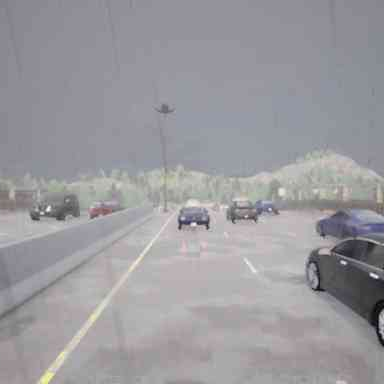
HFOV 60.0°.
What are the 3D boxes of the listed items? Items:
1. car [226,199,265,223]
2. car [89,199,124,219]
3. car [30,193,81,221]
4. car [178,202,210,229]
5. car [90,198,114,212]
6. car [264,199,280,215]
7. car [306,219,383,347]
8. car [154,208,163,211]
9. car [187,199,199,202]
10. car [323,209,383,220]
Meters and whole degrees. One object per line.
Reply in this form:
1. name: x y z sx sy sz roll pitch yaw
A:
1. car: 3.610 1.415 24.483 2.128 1.511 4.902 0 0 0
2. car: -7.087 1.511 28.029 1.895 1.301 4.718 0 0 0
3. car: -10.588 1.138 26.242 2.150 2.045 5.566 0 0 0
4. car: 0.108 1.534 21.149 1.895 1.301 4.718 0 0 0
5. car: -14.034 2.083 52.029 2.150 2.045 5.566 0 -5 1
6. car: 7.113 1.442 32.599 1.812 1.442 4.674 0 0 0
7. car: 3.606 1.486 5.952 1.837 1.490 4.892 0 0 0
8. car: -6.972 4.122 70.251 2.097 1.767 4.553 0 -7 0
9. car: 0.115 1.574 38.888 1.812 1.442 4.674 0 -2 0
10. car: 7.106 1.480 14.639 1.812 1.442 4.674 0 0 0
